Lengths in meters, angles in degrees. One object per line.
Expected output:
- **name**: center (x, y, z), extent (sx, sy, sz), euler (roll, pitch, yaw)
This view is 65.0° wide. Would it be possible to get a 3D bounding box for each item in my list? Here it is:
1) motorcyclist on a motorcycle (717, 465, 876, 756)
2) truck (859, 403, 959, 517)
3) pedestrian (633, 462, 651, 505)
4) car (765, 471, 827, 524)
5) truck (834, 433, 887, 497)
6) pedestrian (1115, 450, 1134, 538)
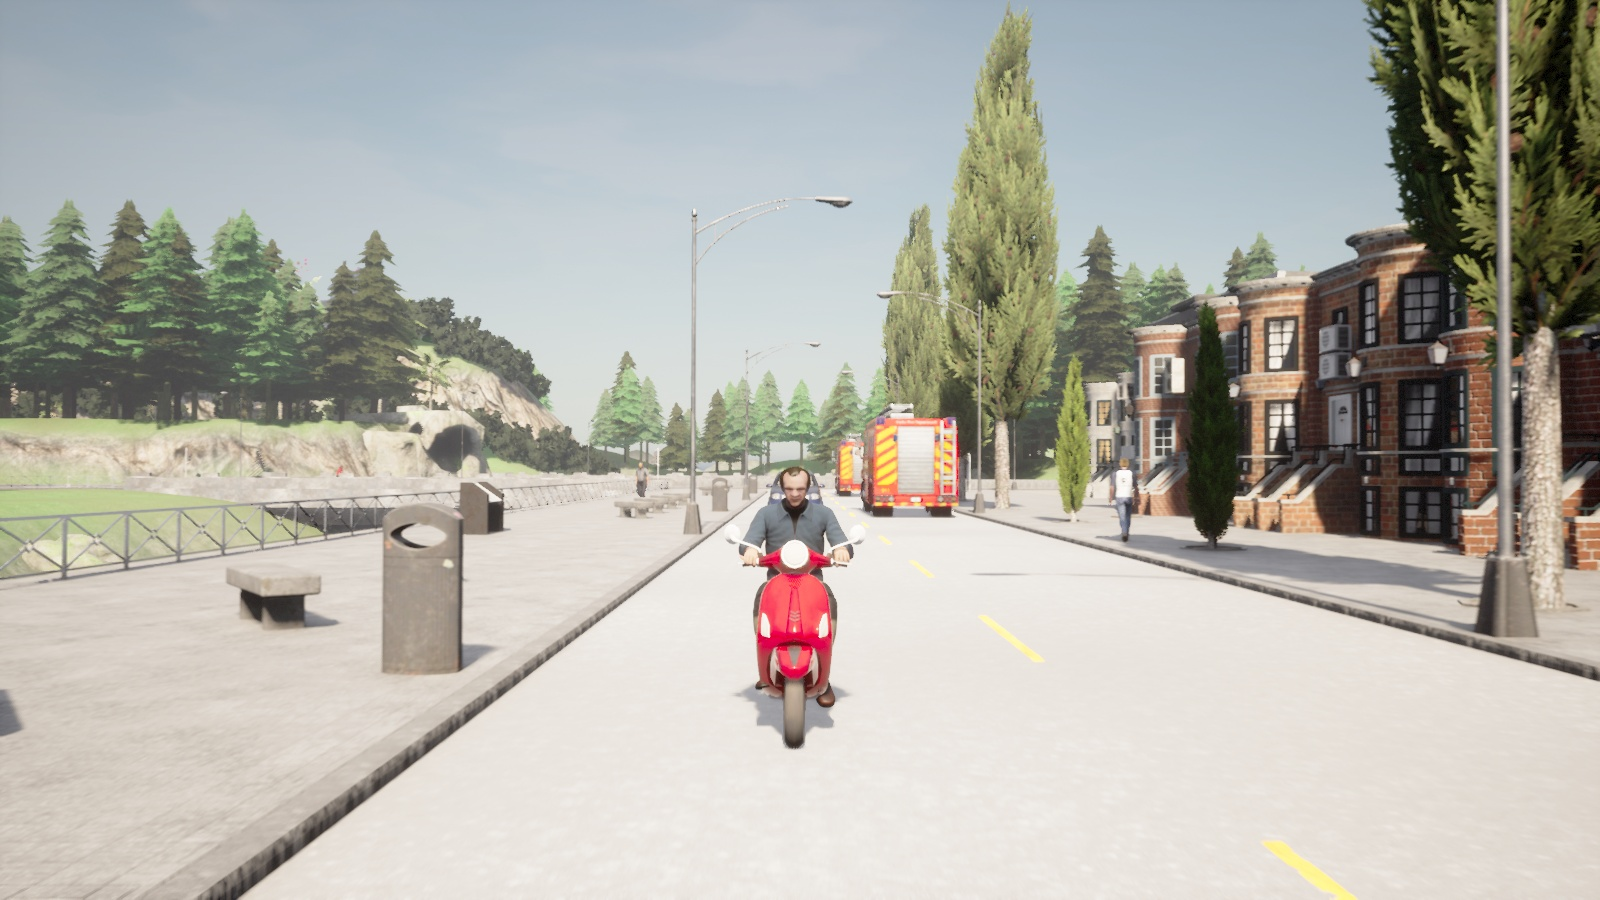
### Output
- **motorcyclist on a motorcycle**: center (-0.024, 0.896, 7.801), extent (0.866, 1.590, 1.817), euler (0, -1, 0)
- **truck**: center (3.854, 0.396, 46.416), extent (2.891, 3.827, 8.468), euler (0, -1, 0)
- **pedestrian**: center (-6.738, 1.430, 53.512), extent (0.540, 1.848, 0.694), euler (-1, -1, 17)
- **car**: center (-0.118, 1.425, 38.465), extent (1.789, 1.549, 3.705), euler (0, -1, 0)
- **truck**: center (3.755, 0.939, 79.340), extent (2.891, 3.827, 8.468), euler (0, -1, 0)
- **pedestrian**: center (6.884, 0.934, 26.631), extent (0.354, 1.836, 0.706), euler (0, -1, 15)
